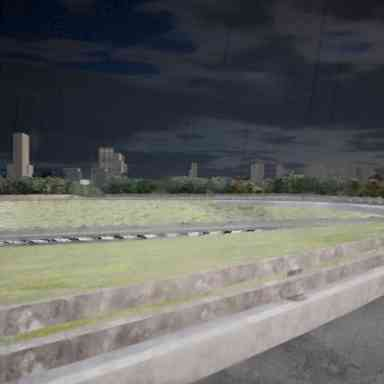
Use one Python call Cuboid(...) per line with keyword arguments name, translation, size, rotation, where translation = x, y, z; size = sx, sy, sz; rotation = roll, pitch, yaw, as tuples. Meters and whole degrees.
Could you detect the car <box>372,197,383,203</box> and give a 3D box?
Cuboid(name="car", translation=(42.356, 1.785, 73.027), size=(2.097, 1.767, 4.553), rotation=(0, -1, 3))
